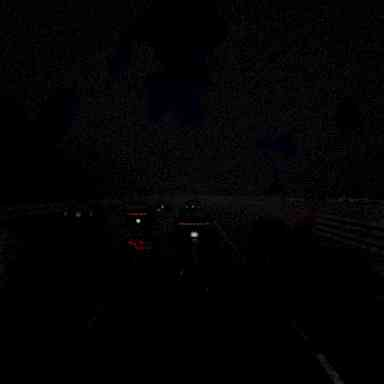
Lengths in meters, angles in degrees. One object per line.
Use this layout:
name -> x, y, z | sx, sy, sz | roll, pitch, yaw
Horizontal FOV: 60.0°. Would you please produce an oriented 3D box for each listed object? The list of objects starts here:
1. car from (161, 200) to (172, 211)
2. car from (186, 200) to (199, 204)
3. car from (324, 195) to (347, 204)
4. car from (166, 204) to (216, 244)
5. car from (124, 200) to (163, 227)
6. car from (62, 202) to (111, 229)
car -> -3.403, 1.705, 40.651 | 1.994, 1.385, 4.181 | 0, 0, 0
car -> 0.097, 1.679, 38.608 | 2.033, 1.411, 5.357 | 0, 0, 0
car -> 34.046, 1.777, 79.247 | 2.150, 2.045, 5.566 | 0, 0, -32
car -> 0.098, 1.540, 16.025 | 2.128, 1.511, 4.902 | 0, 0, 0
car -> -3.402, 1.578, 23.446 | 1.837, 1.490, 4.892 | 0, 0, 0
car -> -6.904, 1.421, 22.288 | 2.097, 1.767, 4.553 | 0, 0, 0
